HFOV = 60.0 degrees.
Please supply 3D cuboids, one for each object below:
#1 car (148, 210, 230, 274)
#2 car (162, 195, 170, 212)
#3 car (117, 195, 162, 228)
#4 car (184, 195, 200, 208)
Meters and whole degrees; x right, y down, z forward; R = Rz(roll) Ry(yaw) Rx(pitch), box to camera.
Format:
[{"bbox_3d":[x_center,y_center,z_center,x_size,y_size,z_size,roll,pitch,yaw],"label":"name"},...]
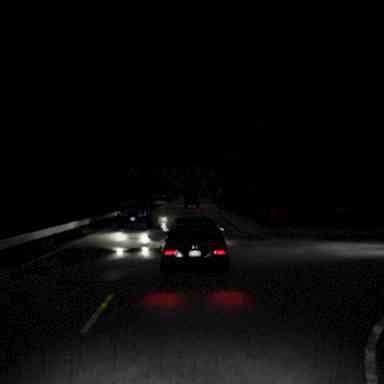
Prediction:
[{"bbox_3d":[0.072,1.513,10.408,2.033,1.411,5.357,-1,0,0],"label":"car"},{"bbox_3d":[-3.600,1.348,35.798,2.150,2.045,5.566,0,0,0],"label":"car"},{"bbox_3d":[-3.600,1.303,22.985,2.150,2.045,5.566,0,0,0],"label":"car"},{"bbox_3d":[-0.013,1.397,50.583,2.150,2.045,5.566,0,0,0],"label":"car"}]
